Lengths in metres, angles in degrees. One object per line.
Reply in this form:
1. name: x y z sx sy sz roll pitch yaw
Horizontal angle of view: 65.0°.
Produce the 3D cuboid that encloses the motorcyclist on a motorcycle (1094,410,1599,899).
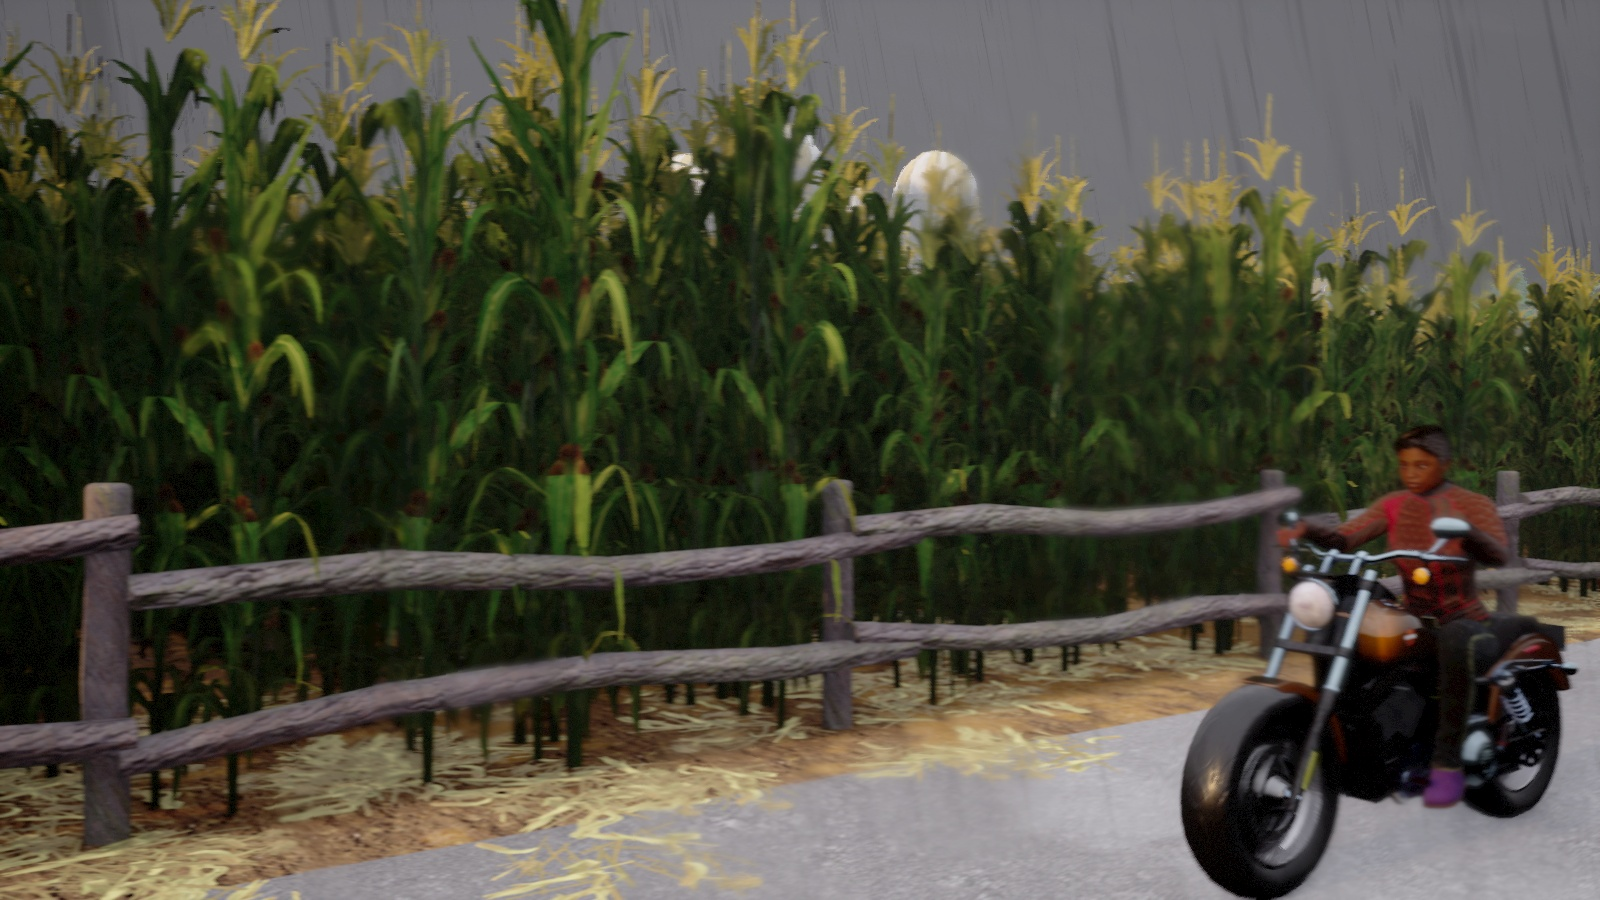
1. motorcyclist on a motorcycle: 2.206 0.702 4.707 2.350 1.649 0.766 0 0 -35
